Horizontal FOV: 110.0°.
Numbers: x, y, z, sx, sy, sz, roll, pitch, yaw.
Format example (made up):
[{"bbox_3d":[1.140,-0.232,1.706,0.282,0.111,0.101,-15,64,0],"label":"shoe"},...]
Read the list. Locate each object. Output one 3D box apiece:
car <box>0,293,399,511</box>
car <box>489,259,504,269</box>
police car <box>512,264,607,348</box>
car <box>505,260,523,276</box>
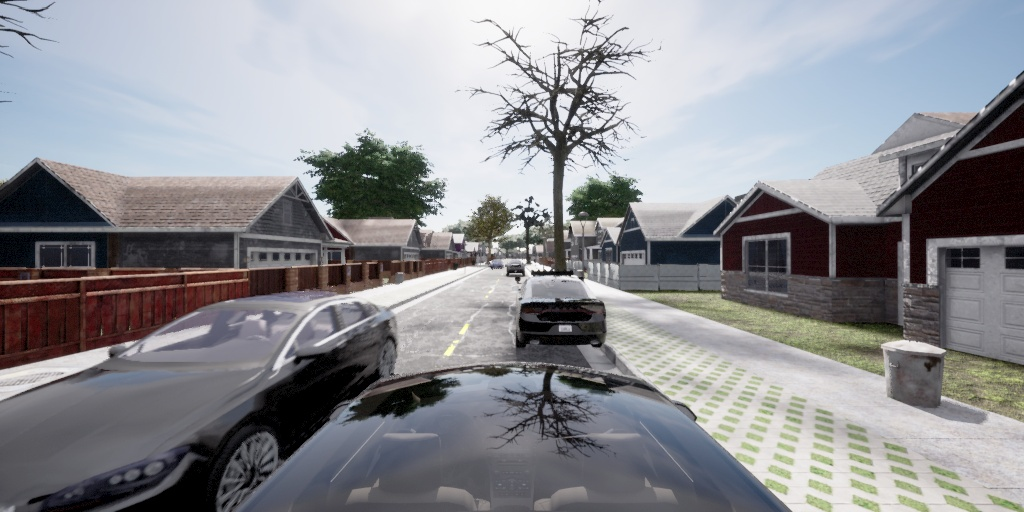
[{"bbox_3d":[-2.821,1.242,4.138,2.128,1.511,4.902,0,0,1],"label":"car"},{"bbox_3d":[-2.284,1.239,53.871,1.812,1.442,4.674,0,0,0],"label":"car"},{"bbox_3d":[1.038,1.174,9.410,1.930,1.638,5.238,0,0,1],"label":"police car"},{"bbox_3d":[0.390,1.241,36.888,1.837,1.490,4.892,0,0,1],"label":"car"}]
